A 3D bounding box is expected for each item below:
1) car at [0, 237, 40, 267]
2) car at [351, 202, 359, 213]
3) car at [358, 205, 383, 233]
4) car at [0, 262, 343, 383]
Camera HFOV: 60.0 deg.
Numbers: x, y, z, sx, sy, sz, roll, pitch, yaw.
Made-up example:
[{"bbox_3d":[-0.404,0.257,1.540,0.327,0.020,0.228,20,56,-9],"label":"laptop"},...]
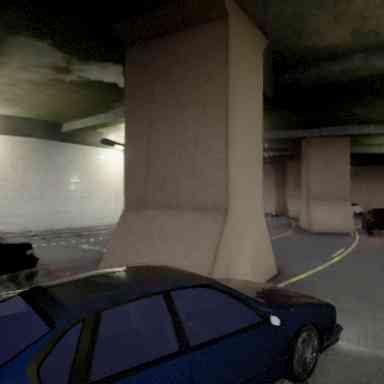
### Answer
[{"bbox_3d":[-6.600,1.575,7.861,5.357,1.411,2.033,1,0,-35],"label":"car"},{"bbox_3d":[17.969,1.882,38.248,1.812,1.442,4.674,0,0,1],"label":"car"},{"bbox_3d":[11.616,1.725,20.433,1.812,1.442,4.674,0,0,22],"label":"car"},{"bbox_3d":[-0.487,1.572,3.631,5.357,1.411,2.033,1,0,-39],"label":"car"}]
